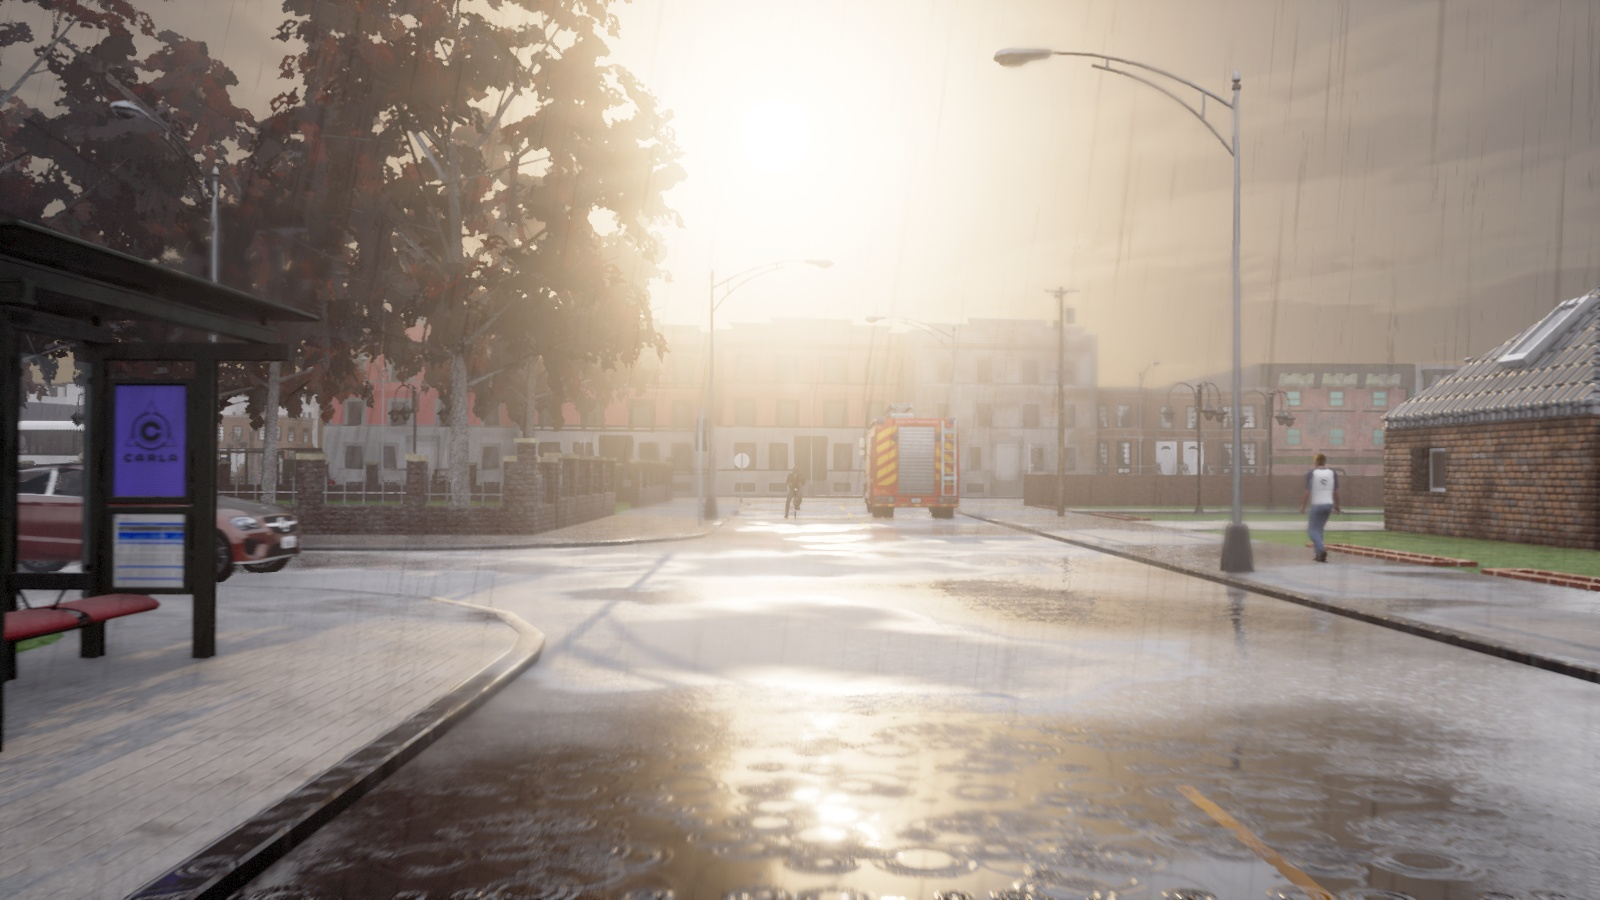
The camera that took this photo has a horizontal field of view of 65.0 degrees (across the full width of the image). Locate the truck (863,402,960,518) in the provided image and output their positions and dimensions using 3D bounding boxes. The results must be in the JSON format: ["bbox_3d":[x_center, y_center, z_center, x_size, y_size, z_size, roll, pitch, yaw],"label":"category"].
[{"bbox_3d":[3.886,0.401,45.765,2.891,3.827,8.468,0,-1,1],"label":"truck"}]

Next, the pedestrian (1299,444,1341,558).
[{"bbox_3d":[8.555,0.833,20.679,0.354,1.836,0.706,0,-1,-2],"label":"pedestrian"}]

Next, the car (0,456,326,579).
[{"bbox_3d":[-9.740,0.935,18.062,5.027,1.651,2.152,0,-1,0],"label":"car"}]
